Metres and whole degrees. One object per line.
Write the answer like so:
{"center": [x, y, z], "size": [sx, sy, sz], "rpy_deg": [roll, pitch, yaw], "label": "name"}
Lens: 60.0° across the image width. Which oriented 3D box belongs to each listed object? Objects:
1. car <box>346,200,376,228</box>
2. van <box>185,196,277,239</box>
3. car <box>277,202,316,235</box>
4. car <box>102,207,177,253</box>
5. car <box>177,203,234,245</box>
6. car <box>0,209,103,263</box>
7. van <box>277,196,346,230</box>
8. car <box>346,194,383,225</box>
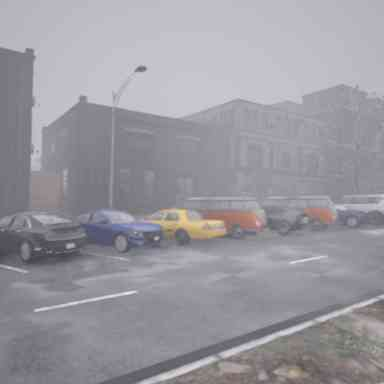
{"center": [9.087, 1.463, 22.128], "size": [5.008, 1.535, 2.097], "rpy_deg": [-1, -1, 36], "label": "car"}
{"center": [1.726, 1.235, 16.968], "size": [4.442, 1.987, 1.878], "rpy_deg": [-1, -1, 35], "label": "van"}
{"center": [4.090, 1.493, 18.747], "size": [4.792, 1.488, 2.163], "rpy_deg": [-1, -1, 36], "label": "car"}
{"center": [-3.335, 1.461, 13.614], "size": [5.008, 1.535, 2.097], "rpy_deg": [-1, -1, 35], "label": "car"}
{"center": [-1.007, 1.461, 15.424], "size": [5.366, 1.575, 1.946], "rpy_deg": [-1, -1, 35], "label": "car"}
{"center": [-5.797, 1.461, 11.867], "size": [4.892, 1.521, 2.231], "rpy_deg": [-1, 0, 35], "label": "car"}
{"center": [6.699, 1.236, 20.369], "size": [4.442, 1.987, 1.878], "rpy_deg": [-1, -1, 36], "label": "van"}
{"center": [11.545, 1.213, 23.832], "size": [5.566, 2.045, 2.435], "rpy_deg": [-1, -1, 36], "label": "car"}
